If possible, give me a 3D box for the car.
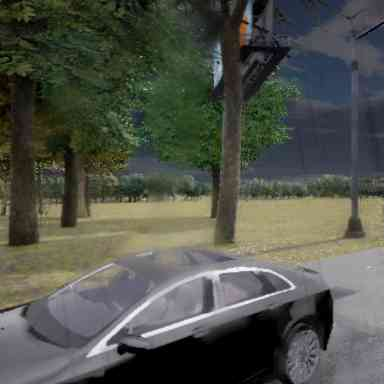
[{"bbox_3d":[-0.382,1.486,3.721,4.902,1.511,2.128,0,0,-35],"label":"car"}]
